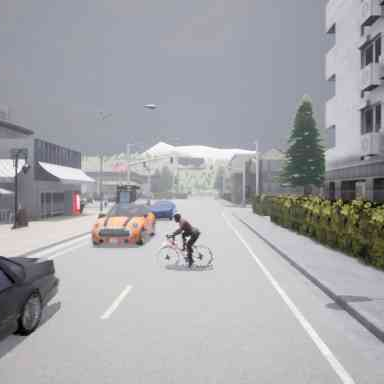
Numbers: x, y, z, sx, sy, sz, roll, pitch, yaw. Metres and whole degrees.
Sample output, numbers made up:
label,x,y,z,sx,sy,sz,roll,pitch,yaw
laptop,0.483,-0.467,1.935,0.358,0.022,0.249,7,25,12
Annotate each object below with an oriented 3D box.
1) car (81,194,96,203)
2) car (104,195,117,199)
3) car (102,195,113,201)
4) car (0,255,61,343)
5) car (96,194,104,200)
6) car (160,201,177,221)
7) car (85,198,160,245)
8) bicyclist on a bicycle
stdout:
label,x,y,z,sx,sy,sz,roll,pitch,yaw
car,-19.982,1.422,61.927,1.970,1.475,3.806,0,0,2
car,-16.037,1.487,68.822,2.007,1.523,4.514,0,0,2
car,-22.264,1.550,87.579,1.970,1.475,3.806,0,0,2
car,-3.497,1.547,4.013,2.033,1.411,5.357,0,0,2
car,-22.568,1.286,79.106,1.932,1.855,4.605,0,0,2
car,-2.368,1.477,27.856,1.882,1.535,5.008,0,0,2
car,-3.000,1.351,15.379,2.097,1.767,4.553,0,0,3
bicyclist on a bicycle,-0.245,1.450,9.747,1.656,1.620,0.582,-2,0,2
